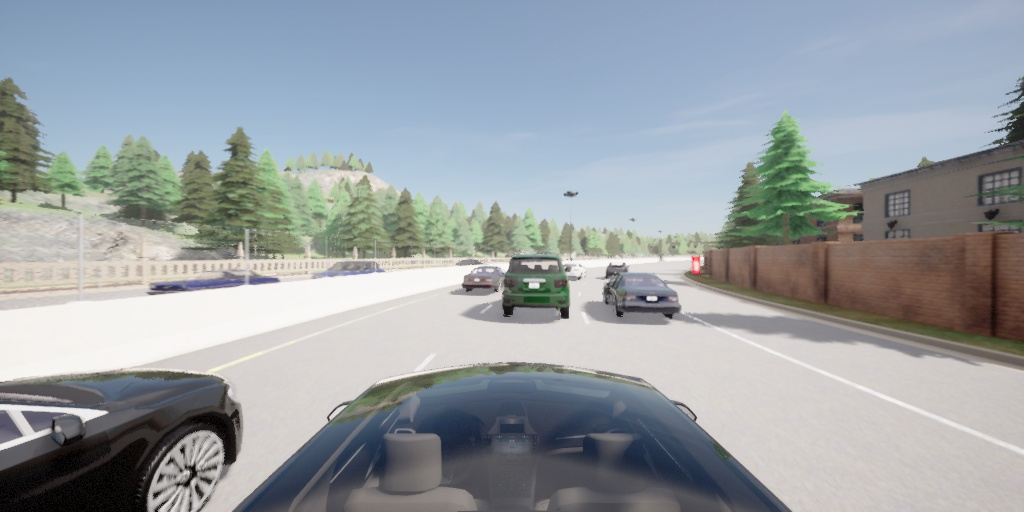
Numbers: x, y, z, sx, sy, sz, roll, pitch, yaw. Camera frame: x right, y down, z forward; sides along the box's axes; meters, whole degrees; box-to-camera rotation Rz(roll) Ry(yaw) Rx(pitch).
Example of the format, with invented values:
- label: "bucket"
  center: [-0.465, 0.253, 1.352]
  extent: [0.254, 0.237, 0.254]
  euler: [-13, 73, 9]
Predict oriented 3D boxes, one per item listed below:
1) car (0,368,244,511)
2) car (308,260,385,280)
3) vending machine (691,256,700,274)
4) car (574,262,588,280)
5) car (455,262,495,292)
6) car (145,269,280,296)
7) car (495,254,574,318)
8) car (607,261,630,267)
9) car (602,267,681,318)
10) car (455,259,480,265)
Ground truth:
- label: "car"
  center: [-3.279, 1.228, 1.173]
  extent: [2.128, 1.511, 4.902]
  euler: [0, 0, 0]
- label: "car"
  center: [-8.761, 1.035, 19.327]
  extent: [2.097, 1.767, 4.553]
  euler: [0, 0, 11]
- label: "vending machine"
  center: [19.596, 0.977, 38.202]
  extent: [1.100, 2.100, 0.880]
  euler: [0, 0, 27]
- label: "car"
  center: [5.266, 1.254, 30.946]
  extent: [1.812, 1.442, 4.674]
  euler: [0, 0, 19]
- label: "car"
  center: [-1.266, 1.262, 20.690]
  extent: [2.033, 1.411, 5.357]
  euler: [0, 0, 12]
- label: "car"
  center: [-12.923, 1.270, 15.896]
  extent: [1.895, 1.301, 4.718]
  euler: [0, 0, 8]
- label: "car"
  center: [0.997, 0.958, 13.200]
  extent: [2.150, 2.045, 5.566]
  euler: [0, 0, 7]
- label: "car"
  center: [9.765, 1.237, 33.005]
  extent: [2.128, 1.511, 4.902]
  euler: [0, 0, 21]
- label: "car"
  center: [4.485, 1.300, 13.088]
  extent: [2.033, 1.411, 5.357]
  euler: [0, 0, 8]
- label: "car"
  center: [-6.034, 1.151, 49.552]
  extent: [1.837, 1.490, 4.892]
  euler: [0, 0, 27]
